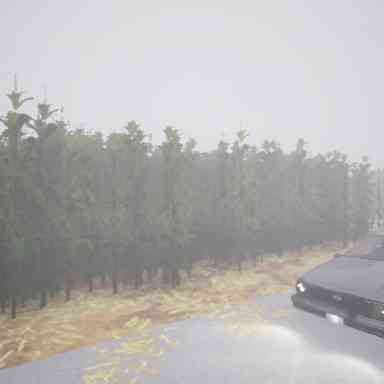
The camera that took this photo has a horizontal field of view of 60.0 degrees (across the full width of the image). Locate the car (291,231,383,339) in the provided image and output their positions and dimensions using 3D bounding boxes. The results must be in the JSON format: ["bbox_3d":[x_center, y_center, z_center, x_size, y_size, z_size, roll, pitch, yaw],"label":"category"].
[{"bbox_3d":[4.315,1.490,6.498,5.357,1.411,2.033,-1,0,-35],"label":"car"}]
